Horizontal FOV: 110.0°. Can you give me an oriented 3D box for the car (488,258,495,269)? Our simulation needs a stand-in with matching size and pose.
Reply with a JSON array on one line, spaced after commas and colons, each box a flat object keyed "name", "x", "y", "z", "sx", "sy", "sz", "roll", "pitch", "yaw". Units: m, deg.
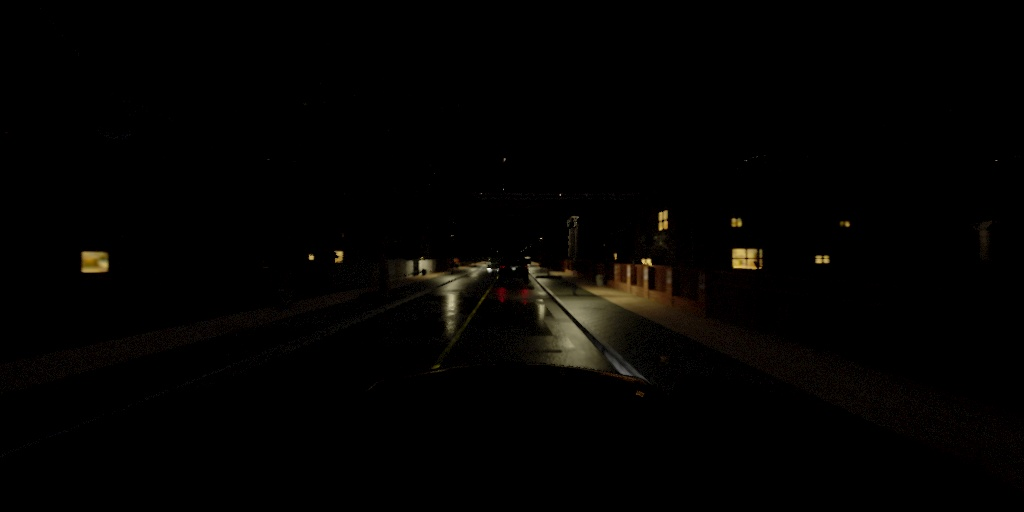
[{"name": "car", "x": -2.725, "y": 1.073, "z": 57.444, "sx": 2.097, "sy": 1.767, "sz": 4.553, "roll": 0, "pitch": 0, "yaw": 1}]

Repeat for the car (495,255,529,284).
[{"name": "car", "x": 0.126, "y": 0.970, "z": 27.328, "sx": 2.150, "sy": 2.045, "sz": 5.566, "roll": 0, "pitch": 0, "yaw": 0}]
